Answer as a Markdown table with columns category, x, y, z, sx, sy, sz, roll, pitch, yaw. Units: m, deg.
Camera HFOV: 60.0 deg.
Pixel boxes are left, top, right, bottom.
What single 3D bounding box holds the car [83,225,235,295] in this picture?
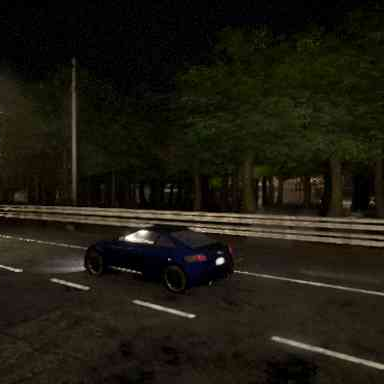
| category | x | y | z | sx | sy | sz | roll | pitch | yaw |
| --- | --- | --- | --- | --- | --- | --- | --- | --- | --- |
| car | -0.981 | 1.576 | 8.872 | 4.181 | 1.385 | 1.994 | 0 | 0 | 36 |
